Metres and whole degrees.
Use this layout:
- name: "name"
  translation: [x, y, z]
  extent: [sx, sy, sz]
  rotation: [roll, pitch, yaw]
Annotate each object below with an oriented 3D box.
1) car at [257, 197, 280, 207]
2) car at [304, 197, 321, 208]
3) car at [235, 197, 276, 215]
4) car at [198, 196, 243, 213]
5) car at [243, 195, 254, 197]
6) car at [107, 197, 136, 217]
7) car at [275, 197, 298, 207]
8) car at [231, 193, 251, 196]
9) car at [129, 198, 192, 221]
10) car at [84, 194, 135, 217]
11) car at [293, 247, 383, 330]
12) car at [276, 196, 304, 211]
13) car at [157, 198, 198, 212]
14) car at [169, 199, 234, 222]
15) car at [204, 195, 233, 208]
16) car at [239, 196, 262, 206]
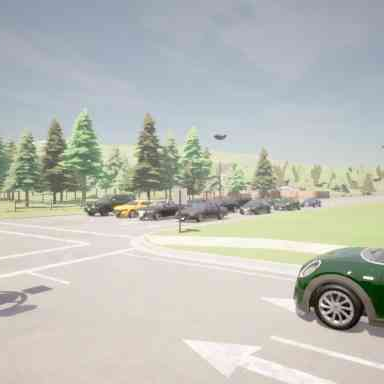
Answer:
- name: "car"
  translation: [12.398, 1.564, 53.796]
  extent: [1.994, 1.385, 4.181]
  rotation: [0, 0, 37]
- name: "car"
  translation: [17.724, 1.526, 49.228]
  extent: [1.812, 1.442, 4.674]
  rotation: [0, 0, 37]
- name: "car"
  translation: [6.585, 1.526, 34.072]
  extent: [1.812, 1.442, 4.674]
  rotation: [0, 0, 36]
- name: "car"
  translation: [3.077, 1.478, 35.226]
  extent: [1.882, 1.535, 5.008]
  rotation: [0, 0, 36]
- name: "car"
  translation: [8.657, 1.491, 42.830]
  extent: [2.128, 1.511, 4.902]
  rotation: [0, 0, 36]
- name: "car"
  translation: [-4.872, 1.478, 30.303]
  extent: [1.882, 1.535, 5.008]
  rotation: [0, 0, 36]
- name: "car"
  translation: [14.549, 1.526, 50.824]
  extent: [1.812, 1.442, 4.674]
  rotation: [0, 0, 37]
- name: "car"
  translation: [6.426, 1.221, 45.706]
  extent: [2.150, 2.045, 5.566]
  rotation: [0, 0, 36]
- name: "car"
  translation: [-2.482, 1.491, 27.645]
  extent: [2.128, 1.511, 4.902]
  rotation: [0, 0, 36]
- name: "car"
  translation: [-7.705, 1.221, 32.357]
  extent: [2.150, 2.045, 5.566]
  rotation: [0, 0, 36]
- name: "car"
  translation: [4.059, 1.352, 5.394]
  extent: [4.553, 1.767, 2.097]
  rotation: [0, 0, 35]
- name: "car"
  translation: [11.812, 1.352, 41.210]
  extent: [2.097, 1.767, 4.553]
  rotation: [0, 0, 36]
- name: "car"
  translation: [-1.687, 1.547, 40.564]
  extent: [2.033, 1.411, 5.357]
  rotation: [0, 0, 36]
- name: "car"
  translation: [0.906, 1.547, 26.346]
  extent: [2.033, 1.411, 5.357]
  rotation: [0, 0, 36]
- name: "car"
  translation: [3.948, 1.352, 48.240]
  extent: [2.097, 1.767, 4.553]
  rotation: [0, 0, 36]
- name: "car"
  translation: [9.986, 1.478, 56.417]
  extent: [1.882, 1.535, 5.008]
  rotation: [0, 0, 37]
